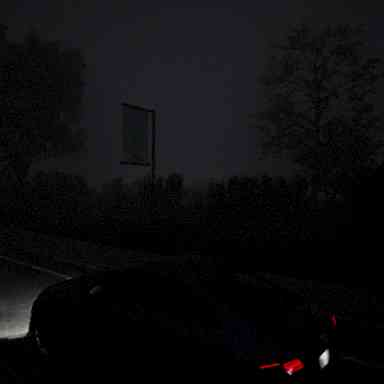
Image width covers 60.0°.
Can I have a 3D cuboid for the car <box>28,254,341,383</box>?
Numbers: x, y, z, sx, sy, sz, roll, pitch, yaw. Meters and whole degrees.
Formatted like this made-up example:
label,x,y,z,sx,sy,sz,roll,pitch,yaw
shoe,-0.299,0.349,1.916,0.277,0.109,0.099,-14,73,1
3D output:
label,x,y,z,sx,sy,sz,roll,pitch,yaw
car,-0.327,1.555,4.403,4.181,1.385,1.994,0,0,37
